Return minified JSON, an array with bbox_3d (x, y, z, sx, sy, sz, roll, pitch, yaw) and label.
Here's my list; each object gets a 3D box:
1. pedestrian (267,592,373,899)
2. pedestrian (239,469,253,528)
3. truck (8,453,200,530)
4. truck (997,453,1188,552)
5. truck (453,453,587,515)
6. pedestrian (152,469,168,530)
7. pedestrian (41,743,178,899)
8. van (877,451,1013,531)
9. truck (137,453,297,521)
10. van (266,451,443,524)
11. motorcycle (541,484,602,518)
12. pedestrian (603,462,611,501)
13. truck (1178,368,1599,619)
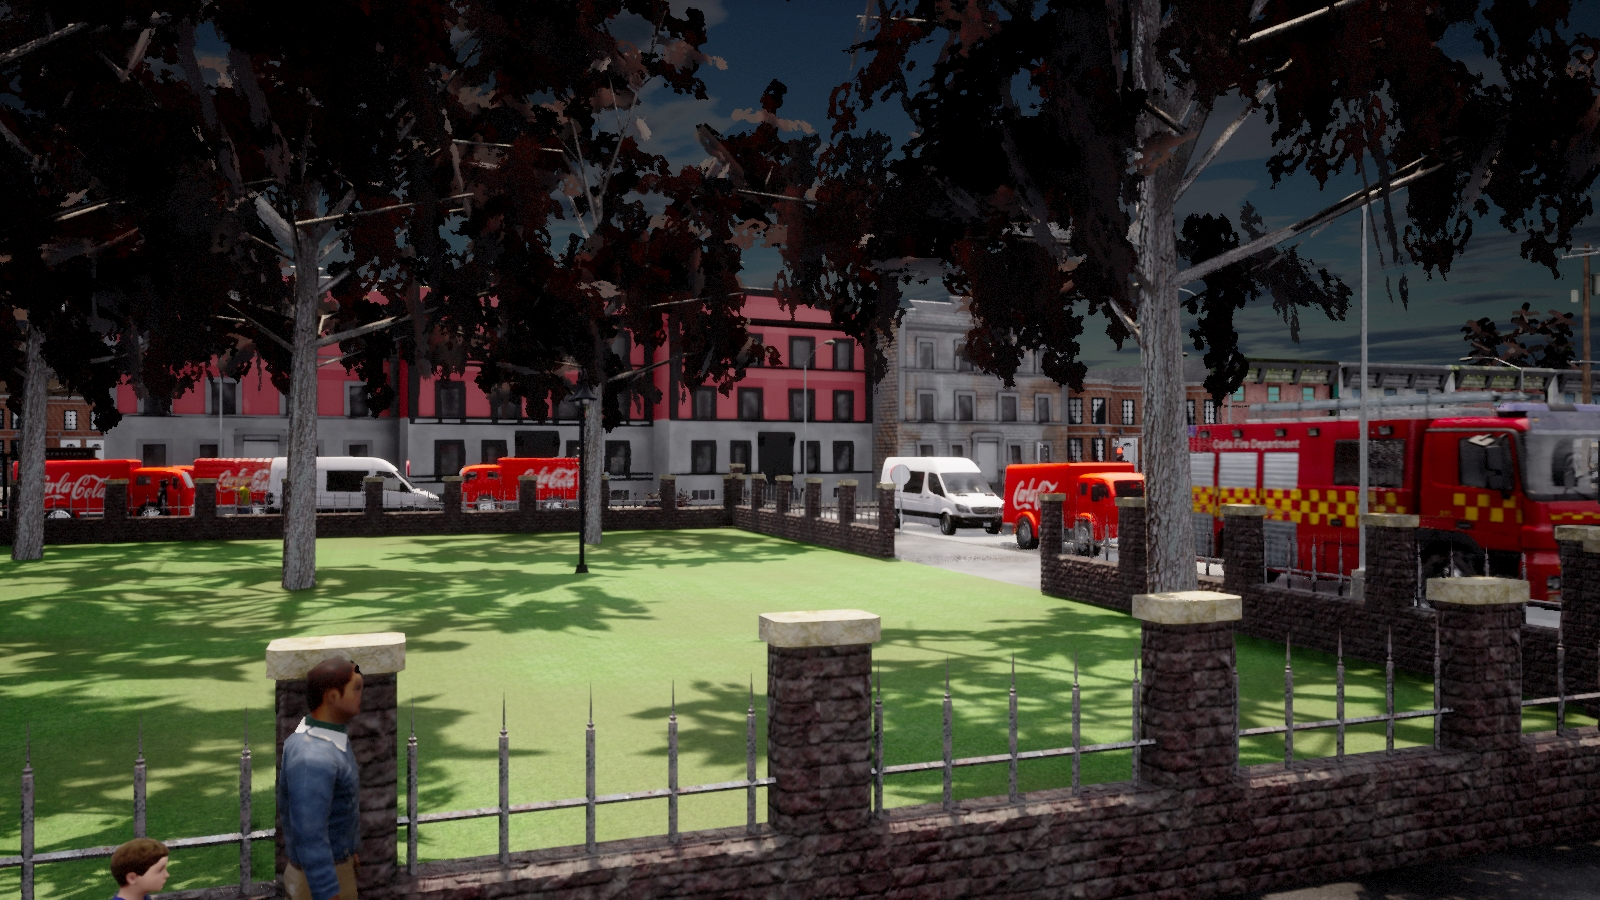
[{"bbox_3d":[-1.908,1.526,4.563,0.375,1.860,0.375,0,0,-21],"label":"pedestrian"},{"bbox_3d":[-17.584,1.524,36.282,0.375,1.860,0.375,0,0,-20],"label":"pedestrian"},{"bbox_3d":[-23.676,1.348,39.175,5.204,2.467,2.627,0,0,-20],"label":"truck"},{"bbox_3d":[7.846,1.364,31.321,2.627,2.467,5.204,0,-1,-19],"label":"truck"},{"bbox_3d":[-11.717,1.348,47.756,5.204,2.467,2.627,0,0,-20],"label":"truck"},{"bbox_3d":[-19.852,1.525,35.455,0.375,1.860,0.375,0,0,-19],"label":"pedestrian"},{"bbox_3d":[-2.558,1.806,4.257,0.375,1.300,0.375,0,0,-21],"label":"pedestrian"},{"bbox_3d":[4.899,1.315,39.719,1.988,2.561,5.915,0,0,-23],"label":"van"},{"bbox_3d":[-22.265,1.348,43.941,5.204,2.467,2.627,0,0,-20],"label":"truck"},{"bbox_3d":[-16.230,1.315,41.885,5.915,2.561,1.988,0,0,-20],"label":"van"},{"bbox_3d":[-8.912,1.985,44.523,2.209,1.251,0.867,0,0,-20],"label":"motorcycle"},{"bbox_3d":[-9.290,1.522,55.055,0.375,1.860,0.375,0,0,-6],"label":"pedestrian"},{"bbox_3d":[11.196,0.671,21.880,2.891,3.827,8.468,0,0,-20],"label":"truck"}]
